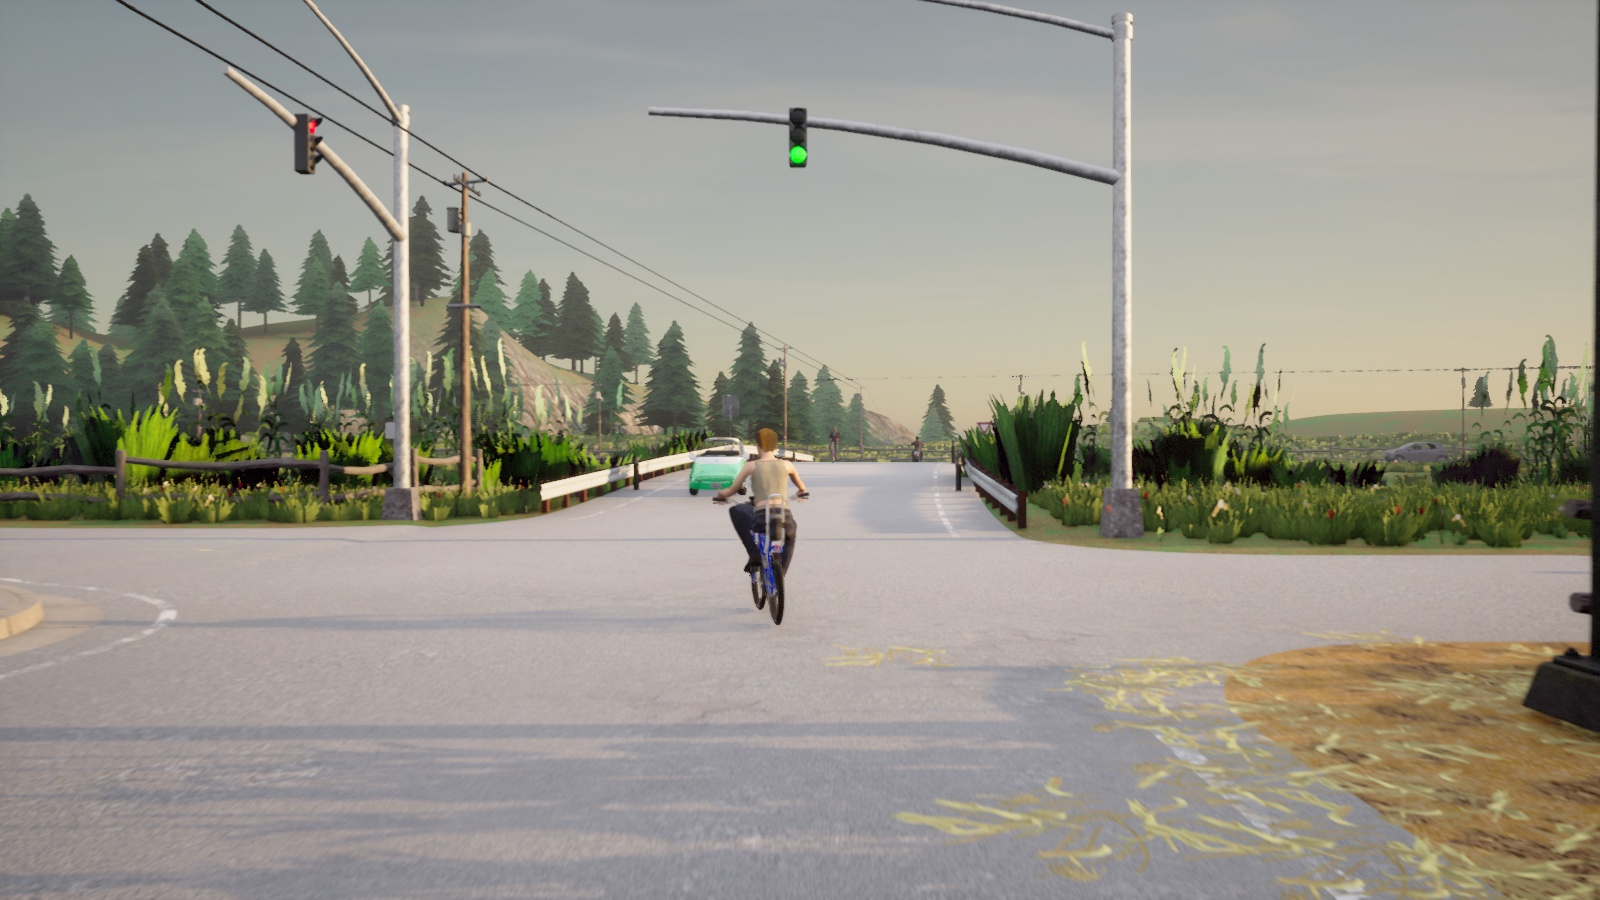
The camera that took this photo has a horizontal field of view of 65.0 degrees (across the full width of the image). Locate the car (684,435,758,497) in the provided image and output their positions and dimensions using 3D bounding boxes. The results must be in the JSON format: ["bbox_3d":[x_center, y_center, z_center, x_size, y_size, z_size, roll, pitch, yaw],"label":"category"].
[{"bbox_3d":[-1.907,0.358,30.832,1.481,1.376,2.207,0,3,5],"label":"car"}]

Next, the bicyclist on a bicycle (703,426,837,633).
[{"bbox_3d":[-0.292,0.621,10.691,0.866,1.612,1.509,-1,1,-11],"label":"bicyclist on a bicycle"}]

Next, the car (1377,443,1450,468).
[{"bbox_3d":[37.789,0.348,77.437,3.633,1.501,1.845,0,0,6],"label":"car"}]
